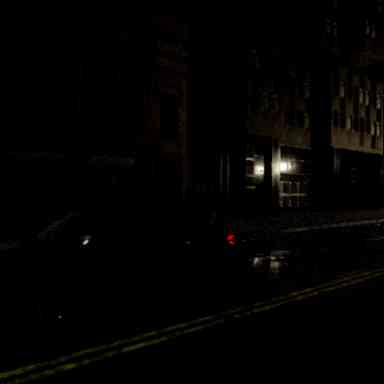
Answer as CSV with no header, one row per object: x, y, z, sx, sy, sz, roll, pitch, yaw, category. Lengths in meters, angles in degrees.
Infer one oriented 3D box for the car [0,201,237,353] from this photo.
-1.616,1.219,6.526,5.566,2.045,2.150,0,0,-36,car

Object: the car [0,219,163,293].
-3.321,1.598,9.302,4.718,1.301,1.895,0,0,-36,car
